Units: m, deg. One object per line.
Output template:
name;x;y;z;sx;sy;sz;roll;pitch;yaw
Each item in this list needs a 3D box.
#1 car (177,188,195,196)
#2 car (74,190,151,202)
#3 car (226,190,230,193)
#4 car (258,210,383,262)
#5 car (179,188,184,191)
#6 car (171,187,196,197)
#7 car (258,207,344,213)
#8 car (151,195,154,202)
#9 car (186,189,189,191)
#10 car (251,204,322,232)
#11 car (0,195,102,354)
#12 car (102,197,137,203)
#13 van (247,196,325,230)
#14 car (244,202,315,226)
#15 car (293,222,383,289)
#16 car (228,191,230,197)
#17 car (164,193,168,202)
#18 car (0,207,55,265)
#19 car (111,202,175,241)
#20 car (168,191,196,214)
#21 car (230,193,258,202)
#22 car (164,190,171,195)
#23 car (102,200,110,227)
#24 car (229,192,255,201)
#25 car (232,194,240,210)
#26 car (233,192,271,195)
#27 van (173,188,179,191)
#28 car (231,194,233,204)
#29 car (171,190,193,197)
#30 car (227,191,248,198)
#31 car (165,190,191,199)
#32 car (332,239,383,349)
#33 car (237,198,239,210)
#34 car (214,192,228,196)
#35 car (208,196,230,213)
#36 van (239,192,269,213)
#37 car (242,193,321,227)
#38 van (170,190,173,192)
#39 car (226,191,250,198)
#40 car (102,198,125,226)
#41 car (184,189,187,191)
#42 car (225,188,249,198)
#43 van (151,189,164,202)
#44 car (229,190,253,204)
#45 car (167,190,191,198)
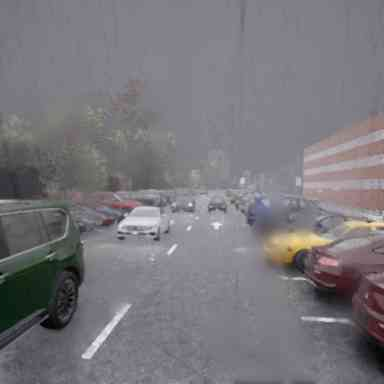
car;-1.479;0.017;84.206;4.553;1.767;2.185;1;1;5
car;-6.276;1.006;24.961;5.566;2.045;2.435;1;0;5
car;8.544;0.976;55.148;5.366;1.575;1.946;1;1;5
car;4.926;1.543;10.065;5.366;1.575;1.946;1;0;5
car;-4.067;0.653;53.126;4.553;1.767;2.185;1;1;5
car;-1.975;0.021;78.446;5.566;2.045;2.435;1;1;5
car;5.341;1.544;12.867;5.008;1.535;2.097;1;0;5
car;-6.077;1.247;27.790;5.008;1.535;2.097;1;0;5
car;-3.380;0.638;61.695;4.792;1.488;2.163;1;1;5
car;5.556;1.538;15.683;5.008;1.535;2.097;1;0;5
car;-3.182;1.143;3.946;2.150;2.045;5.566;1;0;5
car;-6.506;1.293;22.147;4.792;1.488;2.163;1;0;5
van;5.901;1.298;21.325;4.442;1.987;1.878;1;0;5
car;6.234;1.561;24.133;4.674;1.452;2.002;1;0;5
car;4.882;1.596;7.233;4.674;1.452;2.002;1;0;5
car;8.687;1.040;52.302;5.366;1.575;1.946;1;1;5
car;-5.422;1.139;36.372;4.792;1.488;2.163;1;1;5
car;-7.433;1.286;10.891;5.008;1.535;2.097;1;0;5
car;-2.185;1.421;16.180;1.812;1.442;4.674;1;0;5
car;-0.765;1.137;33.303;2.097;1.767;4.553;1;1;5
car;8.957;0.968;57.949;4.674;1.452;2.002;1;1;5
car;-5.139;0.932;39.052;4.553;1.767;2.185;1;1;5
car;-6.983;1.275;16.645;4.892;1.521;2.231;1;0;5
car;9.436;0.846;63.579;4.792;1.488;2.163;1;1;5
car;7.149;1.374;35.420;5.008;1.535;2.097;1;1;5
car;7.341;1.192;38.236;4.553;1.767;2.185;1;1;5
van;-4.592;0.659;47.629;4.442;1.987;1.878;1;1;5
car;7.593;1.302;41.053;4.674;1.452;2.002;1;1;5
car;-2.230;0.328;75.763;4.892;1.521;2.231;1;1;5
car;10.542;0.571;77.663;4.674;1.452;2.002;1;1;5
car;-2.893;0.498;67.320;5.008;1.535;2.097;1;1;5
car;4.657;1.602;4.417;4.674;1.452;2.002;1;0;5
car;6.687;1.520;29.780;4.674;1.452;2.002;1;1;5
car;3.642;1.150;46.664;1.994;1.385;4.181;1;1;5
car;2.687;1.422;34.783;1.895;1.301;4.718;1;1;5
van;6.342;1.283;26.838;4.442;1.987;1.878;1;0;5
car;5.820;1.282;18.497;5.566;2.045;2.435;1;0;5
van;-5.048;0.771;41.998;4.442;1.987;1.878;1;1;5
car;10.319;0.590;74.844;5.008;1.535;2.097;1;1;5
car;-6.732;1.299;19.333;4.792;1.488;2.163;1;0;5
car;-3.807;0.723;55.940;5.008;1.535;2.097;1;1;5
car;10.799;0.221;80.470;5.566;2.045;2.435;1;1;5
van;-5.494;0.943;33.537;4.442;1.987;1.878;1;1;5
car;8.247;0.969;49.500;4.553;1.767;2.185;1;1;5
car;-2.668;0.443;70.134;4.892;1.521;2.231;1;1;5
